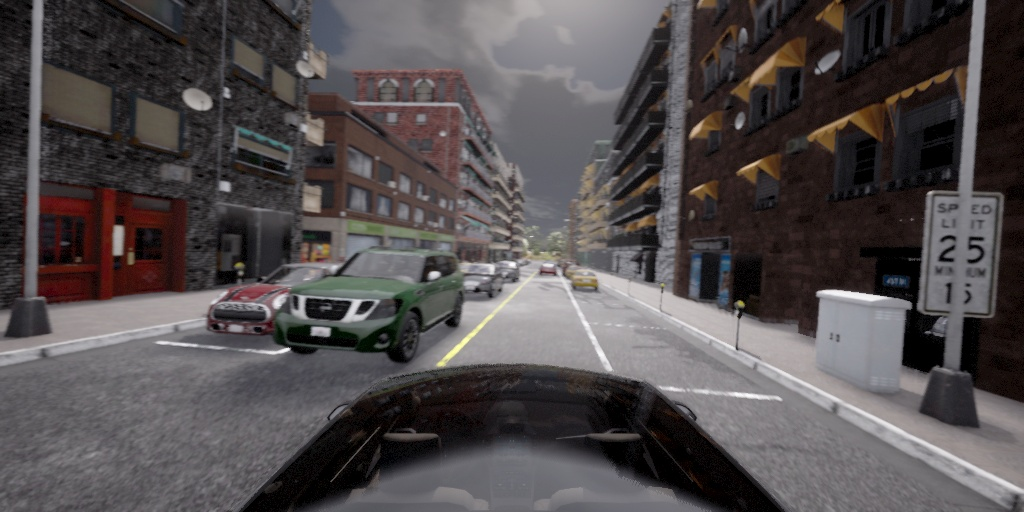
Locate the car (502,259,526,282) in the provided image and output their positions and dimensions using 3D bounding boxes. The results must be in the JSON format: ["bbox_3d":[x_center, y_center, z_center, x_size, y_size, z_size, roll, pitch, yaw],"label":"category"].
[{"bbox_3d":[-0.414,1.188,28.509,2.128,1.511,4.902,3,0,6],"label":"car"}]

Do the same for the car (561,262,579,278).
[{"bbox_3d":[6.143,1.571,35.757,1.751,1.417,4.829,0,0,6],"label":"car"}]

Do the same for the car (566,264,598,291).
[{"bbox_3d":[4.909,1.516,24.778,1.751,1.417,4.829,0,0,6],"label":"car"}]

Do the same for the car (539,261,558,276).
[{"bbox_3d":[4.193,1.498,41.584,1.994,1.385,4.181,3,0,7],"label":"car"}]

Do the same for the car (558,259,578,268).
[{"bbox_3d":[6.716,1.387,41.080,2.192,1.841,5.009,0,0,6],"label":"car"}]

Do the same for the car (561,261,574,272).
[{"bbox_3d":[9.007,1.633,58.988,1.801,1.575,5.366,3,0,6],"label":"car"}]

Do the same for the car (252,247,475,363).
[{"bbox_3d":[-2.612,0.821,8.229,2.150,2.045,5.566,3,0,6],"label":"car"}]

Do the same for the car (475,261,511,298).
[{"bbox_3d":[-1.551,1.138,18.146,2.128,1.511,4.902,3,0,6],"label":"car"}]

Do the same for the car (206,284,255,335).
[{"bbox_3d":[-5.187,0.900,8.988,1.967,1.591,4.097,0,0,6],"label":"car"}]
